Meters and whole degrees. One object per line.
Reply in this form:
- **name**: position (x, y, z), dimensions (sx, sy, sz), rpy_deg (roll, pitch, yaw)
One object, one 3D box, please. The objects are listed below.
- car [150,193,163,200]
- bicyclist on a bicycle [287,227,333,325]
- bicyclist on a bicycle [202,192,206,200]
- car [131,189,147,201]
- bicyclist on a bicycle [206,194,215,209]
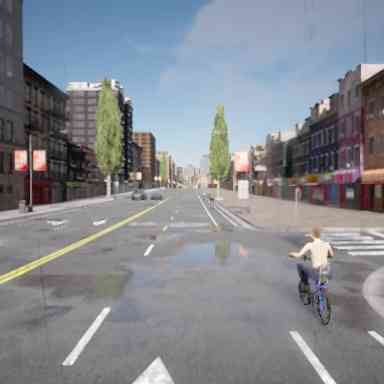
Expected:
- **car**: position (-6.495, 0.815, 61.589), dimensions (1.994, 1.385, 4.181), rpy_deg (0, 1, 0)
- **bicyclist on a bicycle**: position (2.232, 1.435, 6.107), dimensions (0.866, 1.612, 1.509), rpy_deg (0, 0, 0)
- **bicyclist on a bicycle**: position (2.271, 0.715, 60.298), dimensions (0.866, 1.612, 1.509), rpy_deg (0, 1, -1)
- **car**: position (-9.745, 0.473, 61.552), dimensions (2.150, 2.045, 5.566), rpy_deg (0, 1, 0)
- **bicyclist on a bicycle**: position (2.255, 1.112, 37.643), dimensions (0.659, 1.776, 1.843), rpy_deg (0, 1, 0)
